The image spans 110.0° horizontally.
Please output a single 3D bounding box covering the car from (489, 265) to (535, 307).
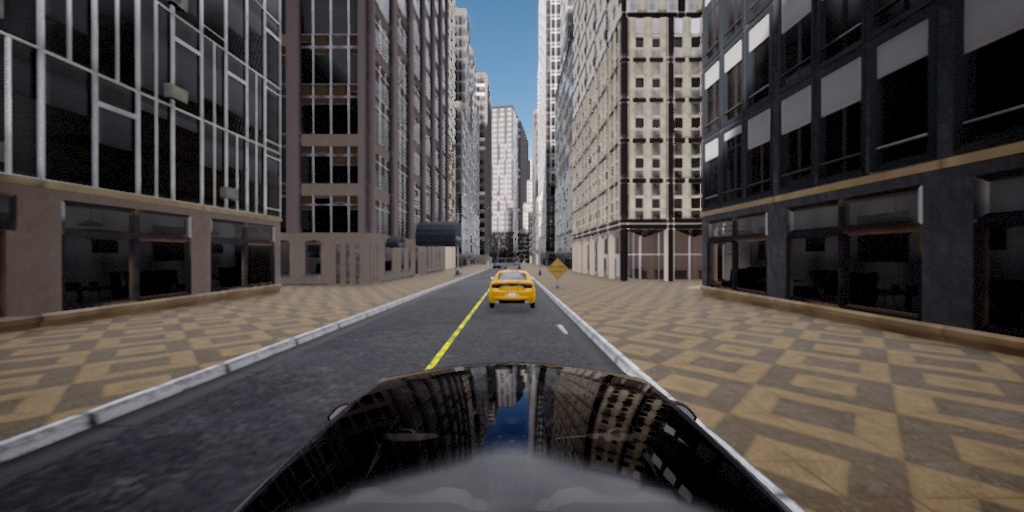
[{"bbox_3d":[0.016,1.364,16.331,1.882,1.535,5.008,0,0,0],"label":"car"}]

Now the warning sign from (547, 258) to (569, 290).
[{"bbox_3d":[2.730,1.051,21.537,1.300,1.860,1.060,0,0,0],"label":"warning sign"}]

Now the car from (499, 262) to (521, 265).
[{"bbox_3d":[0.024,1.539,31.156,1.837,1.490,4.892,0,0,0],"label":"car"}]
